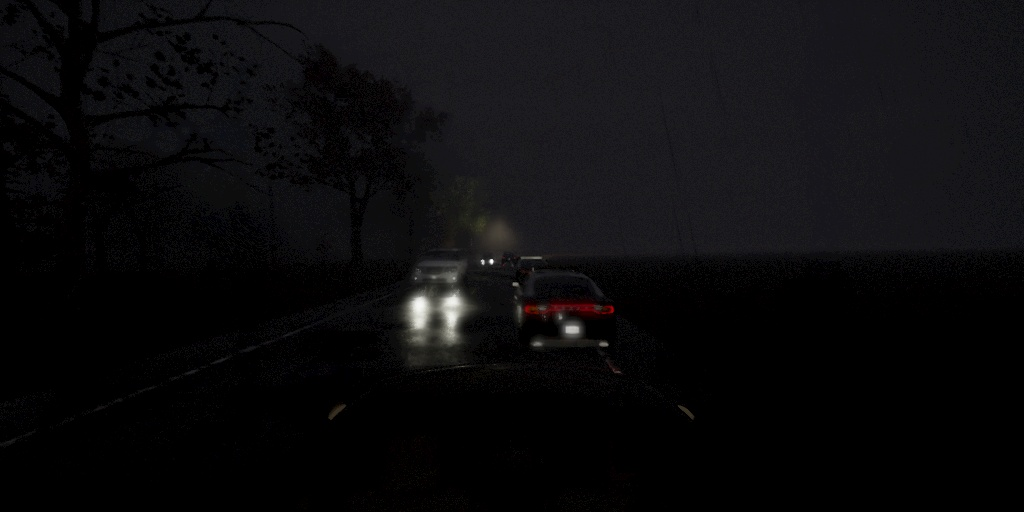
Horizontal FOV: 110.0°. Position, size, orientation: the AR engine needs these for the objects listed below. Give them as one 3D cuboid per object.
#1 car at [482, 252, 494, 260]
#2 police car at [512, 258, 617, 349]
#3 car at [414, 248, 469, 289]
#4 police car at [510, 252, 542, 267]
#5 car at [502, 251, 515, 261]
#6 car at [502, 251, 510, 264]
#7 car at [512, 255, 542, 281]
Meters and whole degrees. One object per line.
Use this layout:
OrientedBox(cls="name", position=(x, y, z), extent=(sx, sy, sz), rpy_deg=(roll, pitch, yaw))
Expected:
OrientedBox(cls="car", position=(-4.208, 0.038, 62.378), extent=(1.895, 1.301, 4.718), rpy_deg=(0, 1, -1))
OrientedBox(cls="police car", position=(1.039, 1.017, 8.796), extent=(1.930, 1.638, 5.238), rpy_deg=(0, 1, 0))
OrientedBox(cls="car", position=(-3.664, 0.577, 19.530), extent=(2.150, 2.045, 5.566), rpy_deg=(0, 1, 0))
OrientedBox(cls="police car", position=(0.991, 0.797, 18.803), extent=(1.930, 1.638, 5.238), rpy_deg=(0, 1, 0))
OrientedBox(cls="car", position=(-0.590, -0.003, 59.114), extent=(2.128, 1.511, 4.902), rpy_deg=(0, 1, -1))
OrientedBox(cls="car", position=(-0.356, 0.324, 47.148), extent=(1.994, 1.385, 4.181), rpy_deg=(0, 1, 0))
OrientedBox(cls="car", position=(0.947, 0.748, 24.700), extent=(1.837, 1.490, 4.892), rpy_deg=(0, 1, 0))
